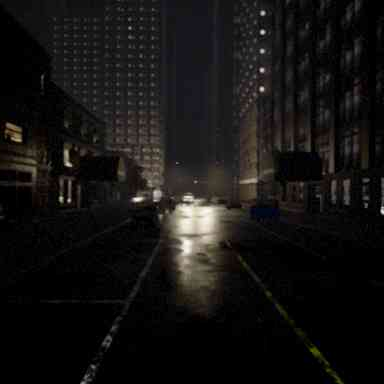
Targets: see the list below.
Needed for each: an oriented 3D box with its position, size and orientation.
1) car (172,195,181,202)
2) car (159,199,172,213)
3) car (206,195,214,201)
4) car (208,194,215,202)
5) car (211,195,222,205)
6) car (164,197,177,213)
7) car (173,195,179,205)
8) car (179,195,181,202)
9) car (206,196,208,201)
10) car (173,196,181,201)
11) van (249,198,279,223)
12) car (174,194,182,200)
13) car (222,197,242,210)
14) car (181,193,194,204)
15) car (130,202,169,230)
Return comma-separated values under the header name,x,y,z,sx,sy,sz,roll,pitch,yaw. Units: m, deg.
name,x,y,z,sx,sy,sz,roll,pitch,yaw
car,-3.584,1.436,75.703,1.967,1.590,4.097,0,0,-1
car,-2.784,1.520,25.992,1.887,1.381,4.507,0,0,-1
car,4.617,1.630,86.889,1.887,1.381,4.507,0,0,-1
car,4.881,1.601,70.488,1.752,1.417,4.829,0,0,-1
car,5.061,1.620,59.272,2.008,1.369,4.403,0,0,-1
car,-2.962,1.545,37.039,1.947,1.339,4.313,0,0,-1
car,-3.050,1.421,42.563,1.967,1.590,4.097,0,0,-1
car,-3.318,1.569,59.133,1.802,1.307,4.206,0,0,-1
car,4.706,1.397,81.366,2.192,1.841,5.009,0,0,-1
car,-3.673,1.581,81.227,1.802,1.307,4.206,0,0,-1
van,5.595,1.399,26.131,1.690,1.788,3.998,0,0,-1
car,-3.851,1.446,92.274,1.967,1.590,4.097,0,0,-1
car,5.325,1.589,42.870,1.752,1.417,4.829,0,0,-1
car,-0.752,1.242,67.364,2.150,2.045,5.566,1,0,-1
car,-2.695,1.525,20.469,2.008,1.369,4.403,0,0,-1
